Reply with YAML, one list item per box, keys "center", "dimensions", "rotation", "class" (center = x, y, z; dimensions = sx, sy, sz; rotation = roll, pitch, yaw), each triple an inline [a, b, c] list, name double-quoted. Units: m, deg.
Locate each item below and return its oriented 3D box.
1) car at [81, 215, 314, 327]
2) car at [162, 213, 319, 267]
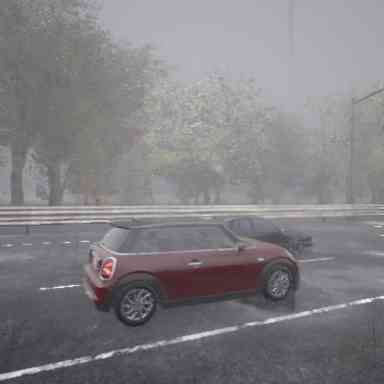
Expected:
- center: [0.092, 1.343, 7.127]
  dimensions: [4.553, 1.767, 2.097]
  rotation: [1, 1, -27]
  class: "car"
- center: [1.825, 1.541, 11.934]
  dimensions: [5.357, 1.411, 2.033]
  rotation: [1, 0, -27]
  class: "car"
